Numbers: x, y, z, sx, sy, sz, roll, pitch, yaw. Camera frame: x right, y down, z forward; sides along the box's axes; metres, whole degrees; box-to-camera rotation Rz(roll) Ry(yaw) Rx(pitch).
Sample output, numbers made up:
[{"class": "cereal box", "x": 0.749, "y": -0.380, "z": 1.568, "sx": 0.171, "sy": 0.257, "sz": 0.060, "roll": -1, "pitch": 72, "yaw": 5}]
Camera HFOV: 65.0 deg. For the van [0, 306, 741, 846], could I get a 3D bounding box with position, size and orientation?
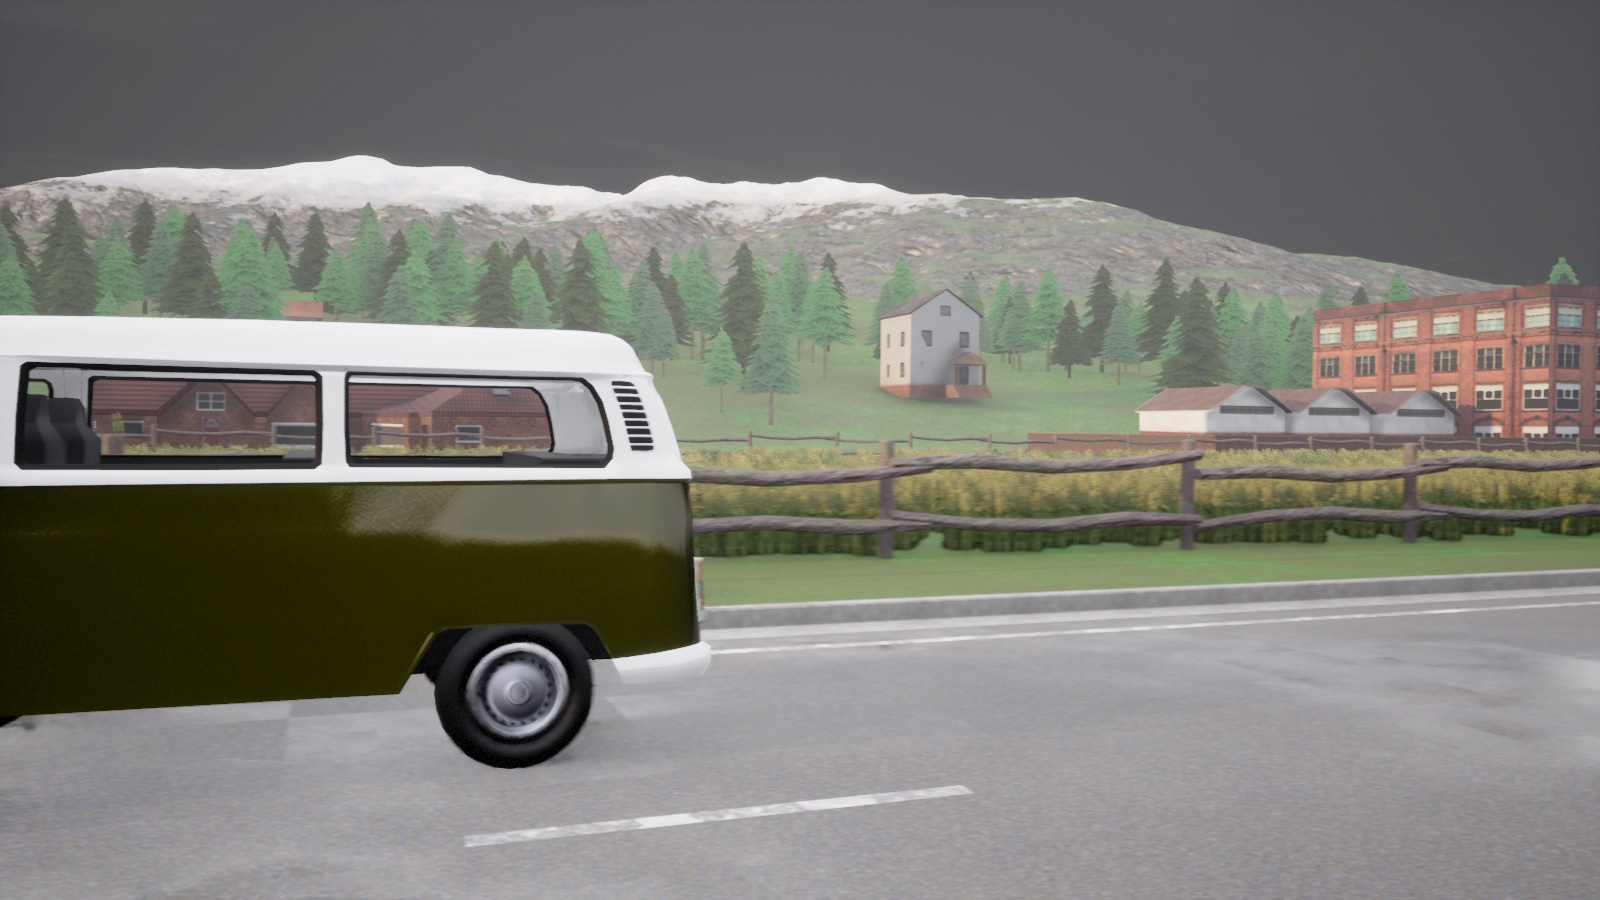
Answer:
[{"class": "van", "x": -2.739, "y": 0.456, "z": 5.940, "sx": 4.480, "sy": 2.038, "sz": 2.069, "roll": -1, "pitch": 1, "yaw": -21}]
